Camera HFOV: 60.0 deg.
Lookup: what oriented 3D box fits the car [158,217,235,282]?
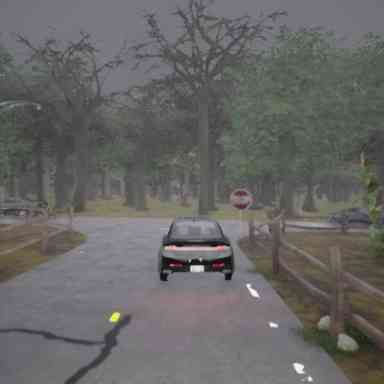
[{"bbox_3d":[0.057,1.478,9.737,2.128,1.511,4.902,0,0,-1],"label":"car"}]

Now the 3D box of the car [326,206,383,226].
[{"bbox_3d":[12.681,1.826,25.332,4.674,1.442,1.812,1,0,-2],"label":"car"}]

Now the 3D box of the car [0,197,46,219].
[{"bbox_3d":[-13.785,1.179,25.387,4.892,1.490,1.837,1,-1,3],"label":"car"}]
